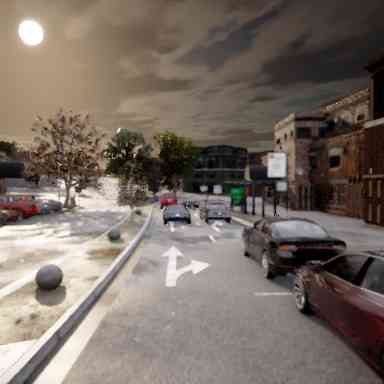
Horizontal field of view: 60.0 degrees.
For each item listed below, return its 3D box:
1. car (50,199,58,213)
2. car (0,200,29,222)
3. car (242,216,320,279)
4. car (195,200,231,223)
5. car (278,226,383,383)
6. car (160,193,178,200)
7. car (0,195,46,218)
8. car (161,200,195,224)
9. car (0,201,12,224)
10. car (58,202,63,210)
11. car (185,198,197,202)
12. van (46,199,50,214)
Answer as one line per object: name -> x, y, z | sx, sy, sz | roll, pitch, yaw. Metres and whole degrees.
car -> -15.842, 1.332, 32.147 | 4.553, 1.767, 2.185 | 0, 0, -6
car -> -14.865, 1.526, 23.976 | 4.792, 1.488, 2.163 | 0, 0, -5
car -> 2.779, 1.477, 10.120 | 2.097, 1.535, 5.008 | 0, 0, -2
car -> 1.671, 1.515, 25.293 | 2.033, 1.411, 5.357 | 0, 0, -5
car -> 2.963, 1.508, 4.630 | 2.163, 1.488, 4.792 | 0, 0, -1
car -> -2.945, 1.121, 42.939 | 2.150, 2.045, 5.566 | 0, 0, -5
car -> -15.218, 1.235, 26.679 | 5.566, 2.045, 2.435 | 0, 0, -6
car -> -1.178, 1.541, 24.936 | 1.994, 1.385, 4.181 | 0, 0, -5
car -> -14.639, 1.544, 21.370 | 4.674, 1.452, 2.002 | 0, 0, -5
car -> -16.113, 1.442, 34.889 | 4.892, 1.521, 2.231 | 0, 0, -6
car -> -0.134, 1.487, 43.766 | 1.895, 1.301, 4.718 | 0, 0, -5
van -> -15.387, 1.246, 29.423 | 4.442, 1.987, 1.878 | 0, 0, -6
